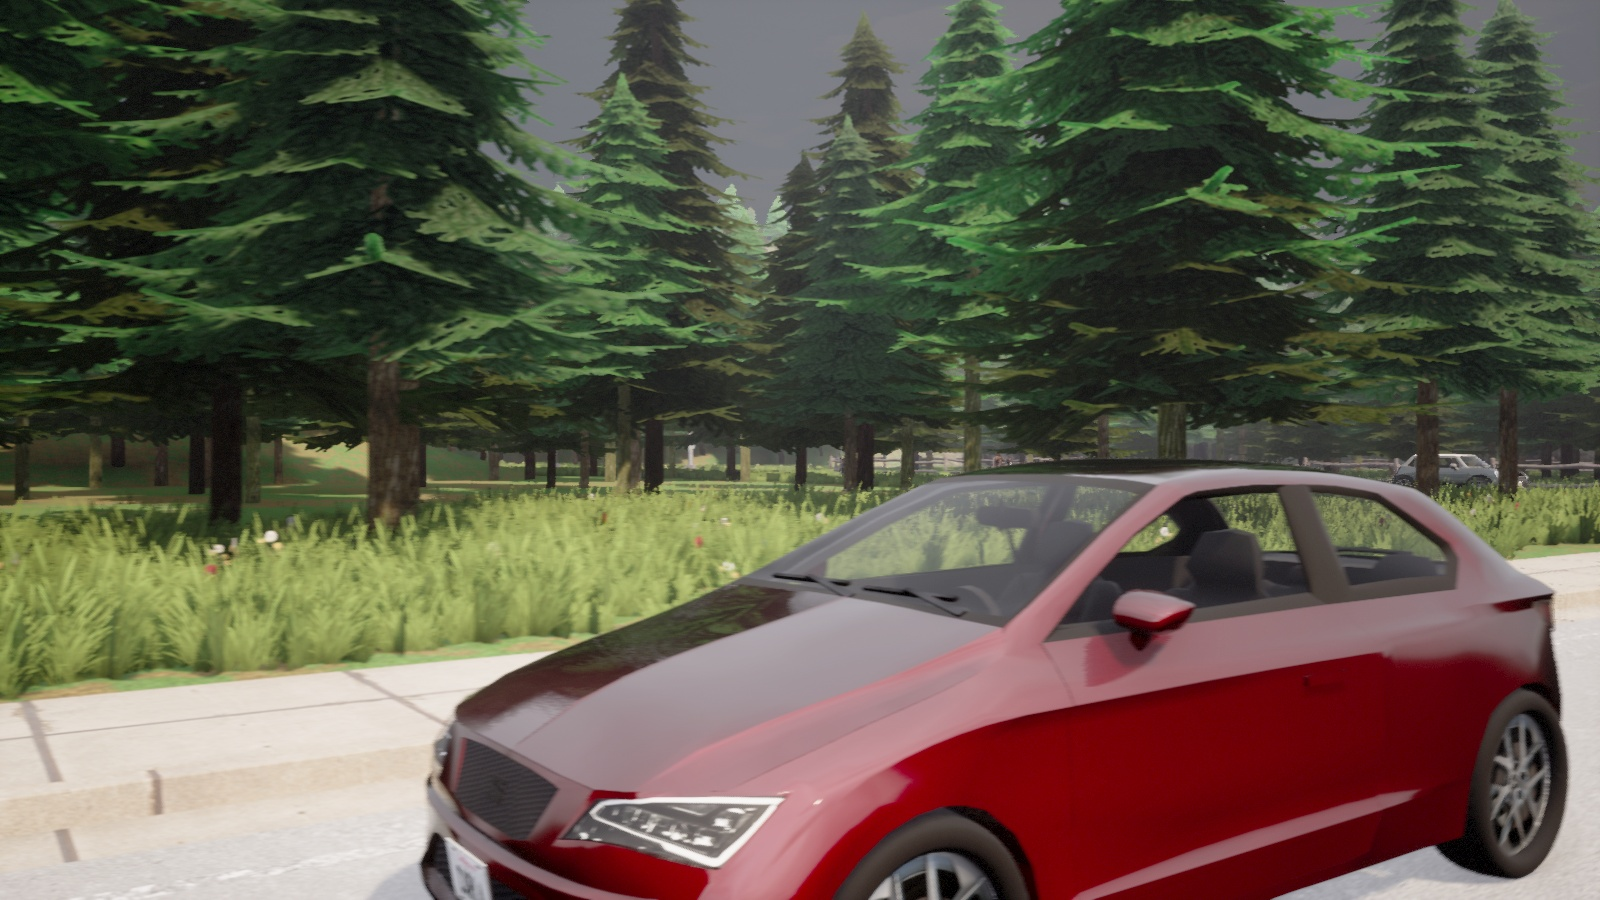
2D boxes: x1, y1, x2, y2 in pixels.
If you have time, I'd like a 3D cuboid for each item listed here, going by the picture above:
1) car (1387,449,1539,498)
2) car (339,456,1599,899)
[{"bbox_3d":[21.085,0.729,40.082,1.970,1.475,3.806,0,0,-32],"label":"car"},{"bbox_3d":[0.847,0.767,4.250,4.193,1.474,1.816,0,0,-35],"label":"car"}]
